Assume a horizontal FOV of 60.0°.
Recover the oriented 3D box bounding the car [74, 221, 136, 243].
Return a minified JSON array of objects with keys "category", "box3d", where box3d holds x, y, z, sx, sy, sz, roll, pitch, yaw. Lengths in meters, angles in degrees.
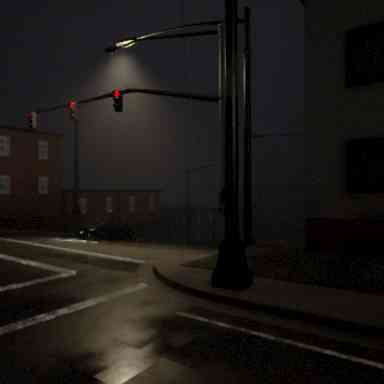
[{"category":"car","box3d":[-5.686,2.601,22.290,1.994,1.385,4.181,-1,-9,36]}]
